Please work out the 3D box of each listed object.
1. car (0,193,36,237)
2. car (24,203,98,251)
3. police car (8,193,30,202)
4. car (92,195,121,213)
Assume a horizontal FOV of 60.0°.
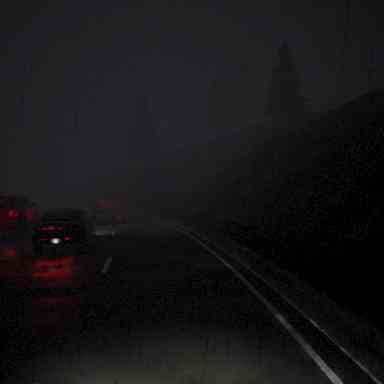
[{"bbox_3d":[-9.609,1.139,17.377,2.150,2.045,5.566,-1,1,-16],"label":"car"},{"bbox_3d":[-5.170,1.414,13.799,1.837,1.490,4.892,0,1,-12],"label":"car"},{"bbox_3d":[-31.179,0.948,59.779,5.238,1.638,1.930,0,1,44],"label":"police car"},{"bbox_3d":[-8.779,1.095,33.727,2.097,1.767,4.553,-1,1,-28],"label":"car"}]
